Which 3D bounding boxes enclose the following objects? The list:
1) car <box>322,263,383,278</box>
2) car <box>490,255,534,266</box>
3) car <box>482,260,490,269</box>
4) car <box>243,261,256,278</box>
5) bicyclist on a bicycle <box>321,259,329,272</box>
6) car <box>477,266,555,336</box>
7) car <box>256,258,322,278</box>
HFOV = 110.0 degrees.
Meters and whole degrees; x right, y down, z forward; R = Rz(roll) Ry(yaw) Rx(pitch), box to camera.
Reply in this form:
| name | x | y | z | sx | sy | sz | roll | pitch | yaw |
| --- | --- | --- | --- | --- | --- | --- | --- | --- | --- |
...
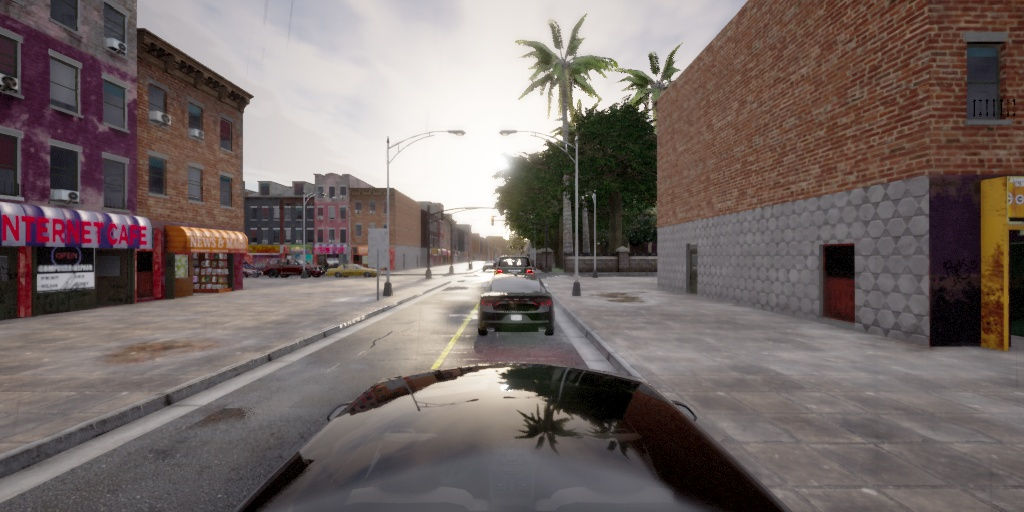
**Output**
| name | x | y | z | sx | sy | sz | roll | pitch | yaw |
| --- | --- | --- | --- | --- | --- | --- | --- | --- | --- |
| car | -14.441 | 1.324 | 33.040 | 4.829 | 1.417 | 1.751 | 0 | 0 | 0 |
| car | 0.102 | 0.980 | 20.463 | 2.150 | 2.045 | 5.566 | 0 | 0 | -1 |
| car | -2.859 | 1.316 | 47.907 | 1.812 | 1.442 | 4.674 | 0 | 0 | 0 |
| car | -25.515 | 1.409 | 33.026 | 4.207 | 1.307 | 1.802 | 0 | 0 | 0 |
| bicyclist on a bicycle | -20.145 | 1.124 | 38.679 | 0.582 | 1.620 | 1.656 | 0 | 0 | 0 |
| car | 0.099 | 1.230 | 10.494 | 1.882 | 1.535 | 5.008 | 0 | 0 | 0 |
| car | -20.062 | 1.128 | 33.033 | 5.009 | 1.841 | 2.192 | 0 | 0 | 0 |
